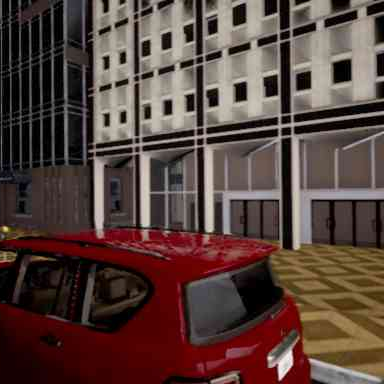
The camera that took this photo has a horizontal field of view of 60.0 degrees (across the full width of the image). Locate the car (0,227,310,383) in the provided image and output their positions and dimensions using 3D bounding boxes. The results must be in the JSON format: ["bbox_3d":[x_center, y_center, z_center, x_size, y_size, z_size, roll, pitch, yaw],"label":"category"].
[{"bbox_3d":[-1.274,1.340,3.785,5.009,1.841,2.192,-1,-1,35],"label":"car"}]
